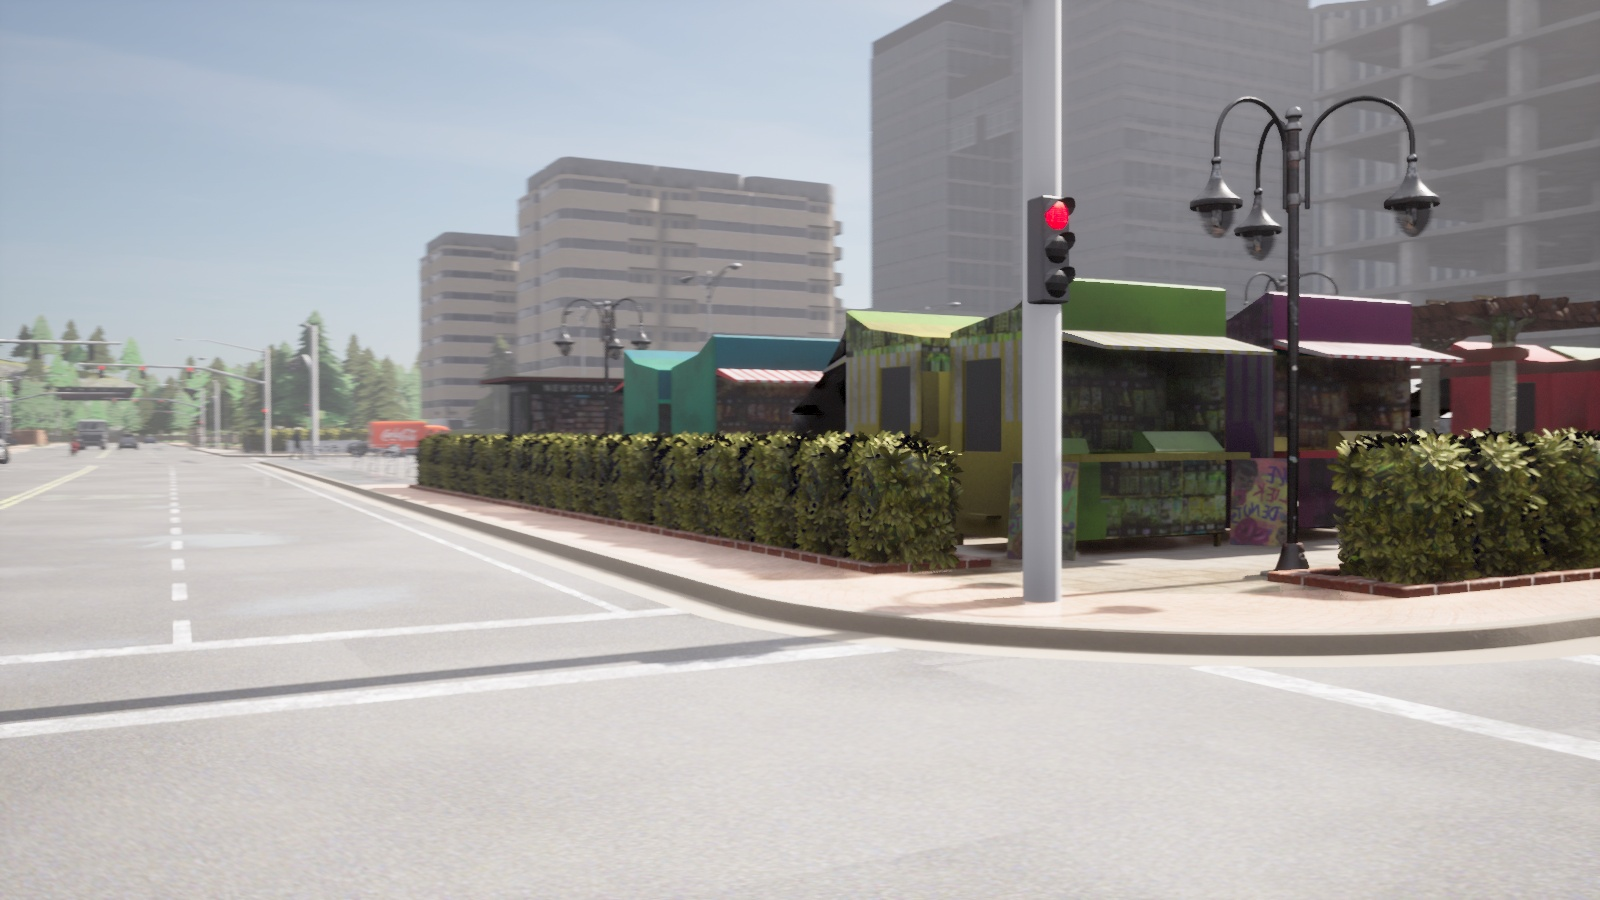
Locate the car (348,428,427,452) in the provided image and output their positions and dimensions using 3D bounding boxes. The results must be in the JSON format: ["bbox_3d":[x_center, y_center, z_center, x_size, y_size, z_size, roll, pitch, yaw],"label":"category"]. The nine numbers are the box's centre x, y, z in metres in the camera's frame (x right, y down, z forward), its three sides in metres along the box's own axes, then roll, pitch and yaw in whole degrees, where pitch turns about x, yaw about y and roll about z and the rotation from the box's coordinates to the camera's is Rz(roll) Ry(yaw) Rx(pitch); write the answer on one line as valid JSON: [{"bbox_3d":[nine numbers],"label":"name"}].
[{"bbox_3d":[-29.553,-0.699,89.972,5.027,1.651,2.152,0,1,-28],"label":"car"}]

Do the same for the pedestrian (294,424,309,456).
[{"bbox_3d":[-28.932,-0.594,72.902,0.370,1.835,0.726,1,1,24],"label":"pedestrian"}]

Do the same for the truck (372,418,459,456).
[{"bbox_3d":[-25.762,-0.869,84.063,5.204,2.467,2.627,0,1,-27],"label":"truck"}]
